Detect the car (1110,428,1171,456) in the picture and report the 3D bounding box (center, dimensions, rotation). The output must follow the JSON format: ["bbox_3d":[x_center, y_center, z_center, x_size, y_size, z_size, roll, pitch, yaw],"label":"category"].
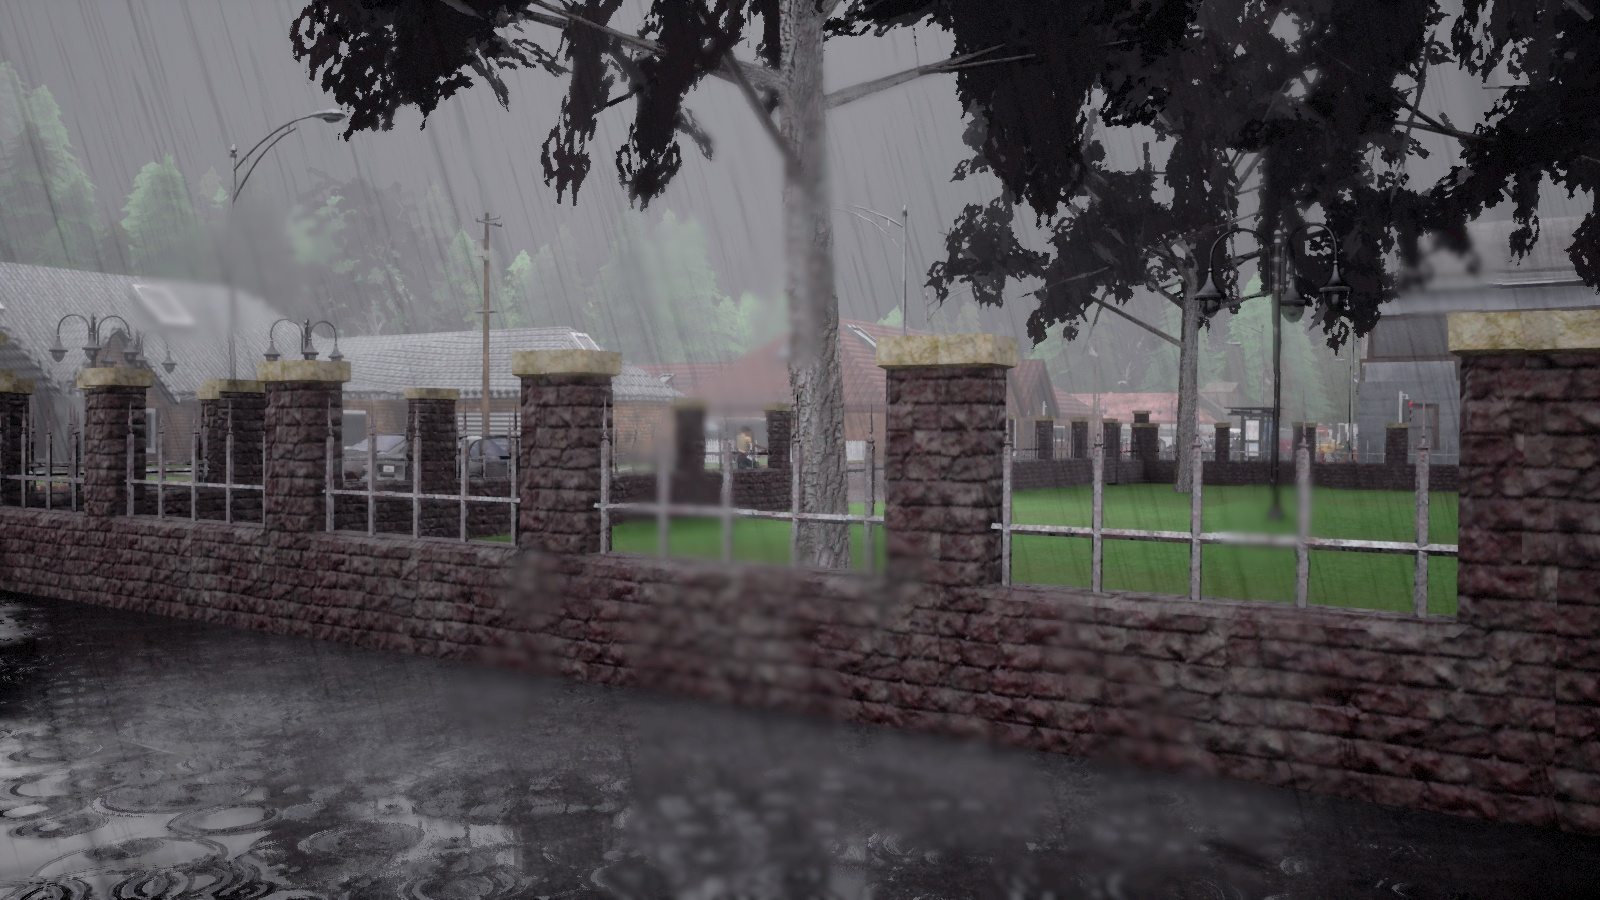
[{"bbox_3d":[19.155,-0.458,70.527,2.007,1.525,4.514,0,1,34],"label":"car"}]

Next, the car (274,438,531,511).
[{"bbox_3d":[-8.695,0.475,28.017,2.033,1.411,5.357,0,1,33],"label":"car"}]

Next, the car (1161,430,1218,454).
[{"bbox_3d":[24.396,-0.514,78.556,2.033,1.411,5.357,0,1,33],"label":"car"}]

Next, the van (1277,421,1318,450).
[{"bbox_3d":[34.197,-1.003,86.217,1.775,1.987,4.442,0,1,33],"label":"van"}]

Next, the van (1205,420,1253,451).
[{"bbox_3d":[29.585,-0.994,86.476,2.069,2.038,4.480,0,1,33],"label":"van"}]

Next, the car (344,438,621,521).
[{"bbox_3d":[-6.040,0.496,24.689,2.033,1.411,5.357,0,1,32],"label":"car"}]
